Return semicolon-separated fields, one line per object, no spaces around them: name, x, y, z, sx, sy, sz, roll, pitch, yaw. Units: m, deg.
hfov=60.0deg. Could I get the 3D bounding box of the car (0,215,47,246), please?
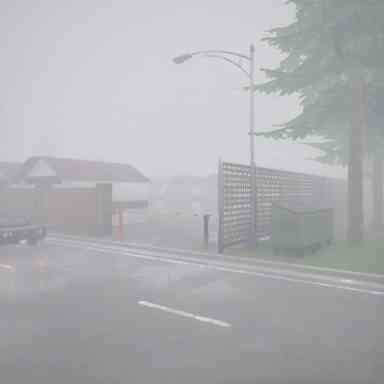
car;-8.293;1.614;14.084;4.718;1.301;1.895;0;0;36
